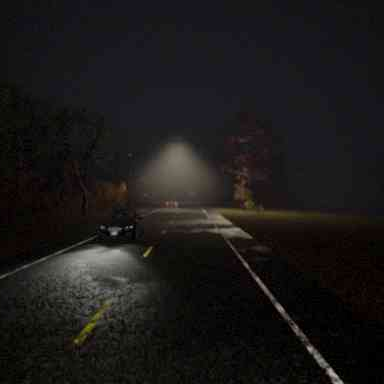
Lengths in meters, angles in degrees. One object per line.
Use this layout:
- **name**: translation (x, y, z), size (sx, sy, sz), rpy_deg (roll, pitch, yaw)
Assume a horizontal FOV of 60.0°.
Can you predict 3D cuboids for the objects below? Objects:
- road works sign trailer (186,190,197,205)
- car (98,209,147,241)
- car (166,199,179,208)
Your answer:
- **road works sign trailer**: translation (-0.014, 1.311, 81.172), size (2.380, 3.560, 2.880), rpy_deg (0, -1, 0)
- **car**: translation (-3.601, 1.675, 17.874), size (2.128, 1.511, 4.902), rpy_deg (0, -1, 0)
- **car**: translation (-3.549, 1.972, 59.880), size (2.097, 1.767, 4.553), rpy_deg (0, -1, 0)
